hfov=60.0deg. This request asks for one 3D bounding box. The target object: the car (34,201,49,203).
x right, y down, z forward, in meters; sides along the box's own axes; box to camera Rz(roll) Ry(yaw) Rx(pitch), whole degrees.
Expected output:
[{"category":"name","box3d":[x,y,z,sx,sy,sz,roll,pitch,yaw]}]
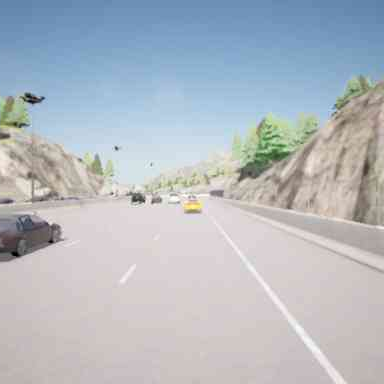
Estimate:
[{"category":"car","box3d":[-27.997,1.482,60.903,2.128,1.511,4.902,0,0,0]}]

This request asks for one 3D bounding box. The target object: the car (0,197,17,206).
[{"category":"car","box3d":[-31.499,1.587,55.857,1.994,1.385,4.181,0,0,0]}]

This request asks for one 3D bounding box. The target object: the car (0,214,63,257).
[{"category":"car","box3d":[-6.809,1.550,12.822,2.033,1.411,5.357,0,0,-1]}]

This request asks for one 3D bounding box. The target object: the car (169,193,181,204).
[{"category":"car","box3d":[-3.387,1.238,65.886,2.150,2.045,5.566,0,0,0]}]

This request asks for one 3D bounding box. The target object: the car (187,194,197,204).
[{"category":"car","box3d":[0.032,1.371,67.393,2.097,1.767,4.553,0,0,1]}]

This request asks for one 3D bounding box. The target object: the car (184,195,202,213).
[{"category":"car","box3d":[0.106,1.487,37.715,1.882,1.535,5.008,0,0,0]}]

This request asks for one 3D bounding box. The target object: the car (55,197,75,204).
[{"category":"car","box3d":[-24.492,1.560,64.330,1.895,1.301,4.718,0,0,0]}]

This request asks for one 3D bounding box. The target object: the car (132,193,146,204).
[{"category":"car","box3d":[-10.385,1.235,65.064,2.150,2.045,5.566,0,0,0]}]

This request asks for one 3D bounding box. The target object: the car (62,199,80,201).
[{"category":"car","box3d":[-21.007,1.594,58.357,1.994,1.385,4.181,0,0,0]}]

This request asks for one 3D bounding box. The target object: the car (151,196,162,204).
[{"category":"car","box3d":[-6.891,1.508,65.492,2.128,1.511,4.902,0,0,0]}]
